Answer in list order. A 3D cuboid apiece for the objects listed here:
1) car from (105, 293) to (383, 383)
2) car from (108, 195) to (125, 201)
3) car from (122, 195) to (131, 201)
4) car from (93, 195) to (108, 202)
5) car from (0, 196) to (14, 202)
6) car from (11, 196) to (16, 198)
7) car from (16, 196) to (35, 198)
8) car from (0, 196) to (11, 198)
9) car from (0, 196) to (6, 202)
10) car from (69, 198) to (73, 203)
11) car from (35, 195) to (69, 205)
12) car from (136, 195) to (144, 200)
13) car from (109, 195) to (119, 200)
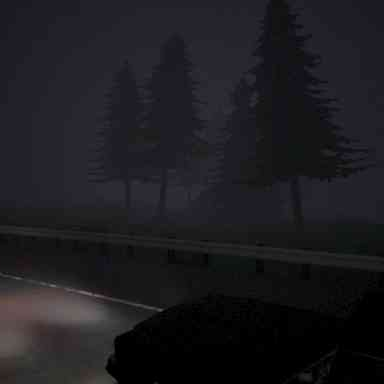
[{"bbox_3d":[1.484,1.601,2.710,4.718,1.301,1.895,0,0,35],"label":"car"},{"bbox_3d":[-14.543,1.524,66.198,1.812,1.442,4.674,0,0,7],"label":"car"},{"bbox_3d":[-17.701,1.538,90.238,2.033,1.411,5.357,0,0,-9],"label":"car"},{"bbox_3d":[-18.067,1.501,66.251,1.837,1.490,4.892,1,0,8],"label":"car"},{"bbox_3d":[-41.829,1.593,73.838,1.895,1.301,4.718,0,0,6],"label":"car"},{"bbox_3d":[-38.495,1.523,72.123,2.128,1.511,4.902,0,0,10],"label":"car"},{"bbox_3d":[-34.969,1.538,72.015,2.033,1.411,5.357,0,0,6],"label":"car"},{"bbox_3d":[-36.920,1.523,61.900,2.128,1.511,4.902,0,0,17],"label":"car"},{"bbox_3d":[-45.148,1.549,76.365,1.994,1.385,4.181,0,0,6],"label":"car"},{"bbox_3d":[-25.279,1.523,65.691,1.812,1.442,4.674,0,0,10],"label":"car"},{"bbox_3d":[-23.794,1.350,56.626,2.097,1.767,4.553,0,0,15],"label":"car"},{"bbox_3d":[-14.077,1.522,89.386,1.812,1.442,4.674,0,0,-9],"label":"car"},{"bbox_3d":[-21.323,1.538,91.068,2.033,1.411,5.357,0,0,-9],"label":"car"}]
